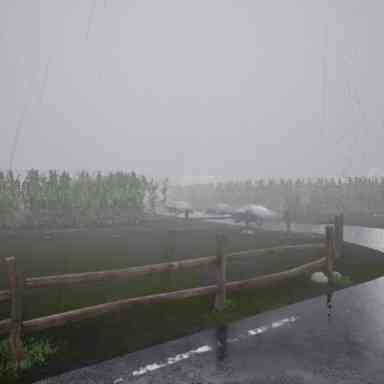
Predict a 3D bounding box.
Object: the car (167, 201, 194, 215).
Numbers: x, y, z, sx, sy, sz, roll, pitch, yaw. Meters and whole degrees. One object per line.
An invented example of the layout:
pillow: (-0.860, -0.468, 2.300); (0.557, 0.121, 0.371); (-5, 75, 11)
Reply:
car: (-1.422, 1.862, 38.596); (1.837, 1.490, 4.892); (0, 0, -25)

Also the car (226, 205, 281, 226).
car: (4.819, 1.722, 25.352); (1.812, 1.442, 4.674); (0, 0, -26)

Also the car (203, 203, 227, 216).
car: (2.863, 1.863, 36.220); (1.994, 1.385, 4.181); (0, -1, -25)
